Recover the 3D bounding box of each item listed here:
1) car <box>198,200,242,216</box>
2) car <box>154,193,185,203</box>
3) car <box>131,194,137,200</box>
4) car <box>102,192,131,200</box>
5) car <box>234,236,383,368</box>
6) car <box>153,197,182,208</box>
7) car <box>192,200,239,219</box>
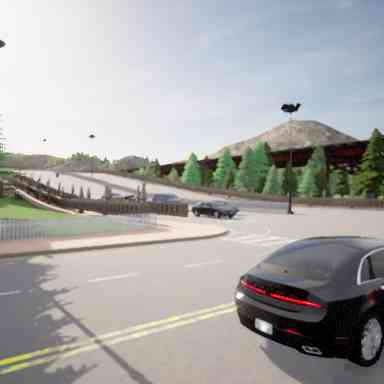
[{"bbox_3d":[2.908,1.623,35.294,1.837,1.490,4.892,0,0,-37],"label":"car"},{"bbox_3d":[-3.031,1.203,43.114,2.150,2.045,5.566,0,2,-36],"label":"car"},{"bbox_3d":[-9.159,1.023,51.231,1.895,1.301,4.718,0,4,-37],"label":"car"},{"bbox_3d":[-11.256,0.841,48.200,2.097,1.767,4.553,0,4,-37],"label":"car"},{"bbox_3d":[2.918,1.537,5.832,4.892,1.490,1.837,0,0,-36],"label":"car"},{"bbox_3d":[-3.422,1.630,37.832,1.994,1.385,4.181,0,1,-37],"label":"car"},{"bbox_3d":[1.966,1.611,30.747,1.837,1.490,4.892,0,0,-37],"label":"car"}]
